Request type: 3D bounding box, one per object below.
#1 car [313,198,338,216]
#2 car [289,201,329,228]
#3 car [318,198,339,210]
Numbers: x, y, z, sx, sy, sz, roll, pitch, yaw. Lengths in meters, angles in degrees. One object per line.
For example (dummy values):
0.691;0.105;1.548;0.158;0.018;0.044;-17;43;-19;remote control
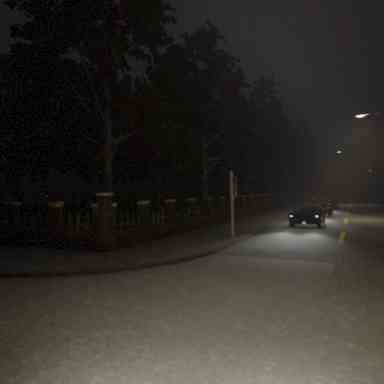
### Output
11.663;1.321;30.035;2.128;1.511;4.902;-1;0;26;car
7.555;1.494;21.605;1.895;1.301;4.718;-1;0;26;car
16.070;1.361;39.030;1.895;1.301;4.718;-1;0;26;car
